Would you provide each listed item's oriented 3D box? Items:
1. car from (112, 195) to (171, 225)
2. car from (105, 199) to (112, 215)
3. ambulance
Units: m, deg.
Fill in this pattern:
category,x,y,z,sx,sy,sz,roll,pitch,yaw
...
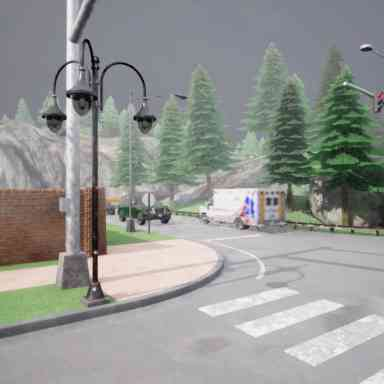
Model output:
category,x,y,z,sx,sy,sz,roll,pitch,yaw
car,-3.673,1.236,24.618,2.150,2.045,5.566,0,0,-34
car,-9.217,1.366,32.884,2.097,1.767,4.553,0,0,-34
ambulance,2.927,1.045,21.260,2.351,2.431,6.366,0,0,-34
